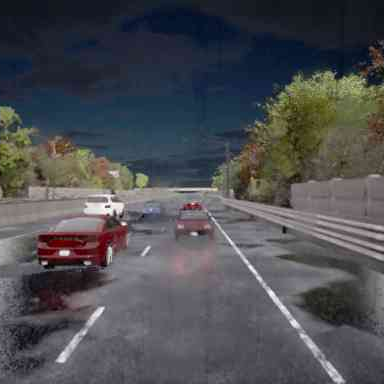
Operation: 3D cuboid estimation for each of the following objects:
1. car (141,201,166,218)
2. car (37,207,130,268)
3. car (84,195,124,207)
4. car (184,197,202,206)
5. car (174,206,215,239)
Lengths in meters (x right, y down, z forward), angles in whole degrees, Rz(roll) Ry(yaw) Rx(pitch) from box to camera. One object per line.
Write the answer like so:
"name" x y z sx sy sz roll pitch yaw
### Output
"car" -3.398 1.549 30.007 2.033 1.411 5.357 0 0 0
"car" -3.399 1.476 11.349 1.882 1.535 5.008 0 0 0
"car" -6.897 1.222 26.582 2.150 2.045 5.566 0 0 0
"car" 0.097 1.359 39.509 2.097 1.767 4.553 0 0 0
"car" 0.103 1.600 17.223 1.895 1.301 4.718 0 0 0
